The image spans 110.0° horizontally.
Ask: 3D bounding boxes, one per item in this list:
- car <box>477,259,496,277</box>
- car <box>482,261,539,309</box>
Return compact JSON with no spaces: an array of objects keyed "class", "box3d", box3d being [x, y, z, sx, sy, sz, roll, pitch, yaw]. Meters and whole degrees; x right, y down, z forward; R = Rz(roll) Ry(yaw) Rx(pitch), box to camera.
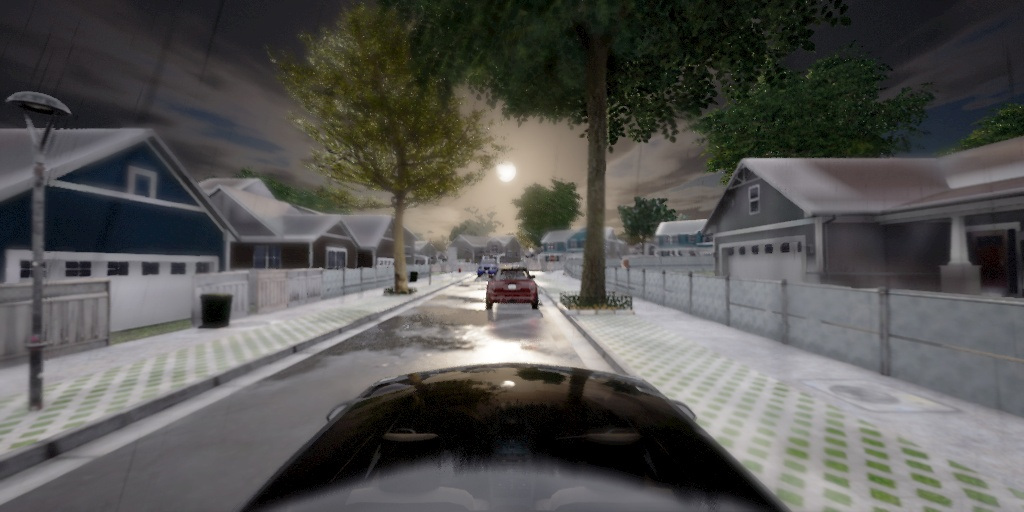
[{"class":"car","box3d":[-2.739,1.365,41.566,2.150,2.045,5.566,0,-1,0]},{"class":"car","box3d":[0.007,1.241,15.950,2.097,1.767,4.553,0,-1,0]}]
